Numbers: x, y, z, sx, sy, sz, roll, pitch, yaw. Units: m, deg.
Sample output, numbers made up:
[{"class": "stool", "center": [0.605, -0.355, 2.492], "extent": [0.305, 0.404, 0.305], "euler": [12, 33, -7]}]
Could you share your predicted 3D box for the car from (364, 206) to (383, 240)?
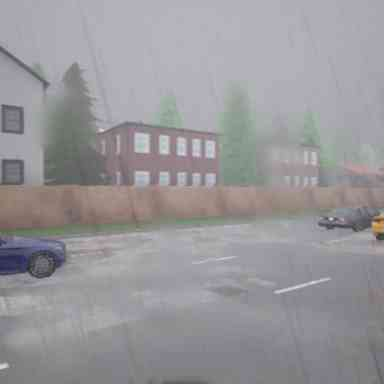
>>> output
[{"class": "car", "center": [10.286, 1.407, 15.391], "extent": [5.008, 1.535, 1.882], "euler": [0, 0, -36]}]

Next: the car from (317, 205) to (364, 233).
[{"class": "car", "center": [9.413, 1.471, 19.067], "extent": [5.357, 1.411, 2.033], "euler": [0, 0, -36]}]

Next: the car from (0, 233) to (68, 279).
[{"class": "car", "center": [-5.602, 1.526, 8.333], "extent": [4.674, 1.442, 1.812], "euler": [0, 0, -35]}]
